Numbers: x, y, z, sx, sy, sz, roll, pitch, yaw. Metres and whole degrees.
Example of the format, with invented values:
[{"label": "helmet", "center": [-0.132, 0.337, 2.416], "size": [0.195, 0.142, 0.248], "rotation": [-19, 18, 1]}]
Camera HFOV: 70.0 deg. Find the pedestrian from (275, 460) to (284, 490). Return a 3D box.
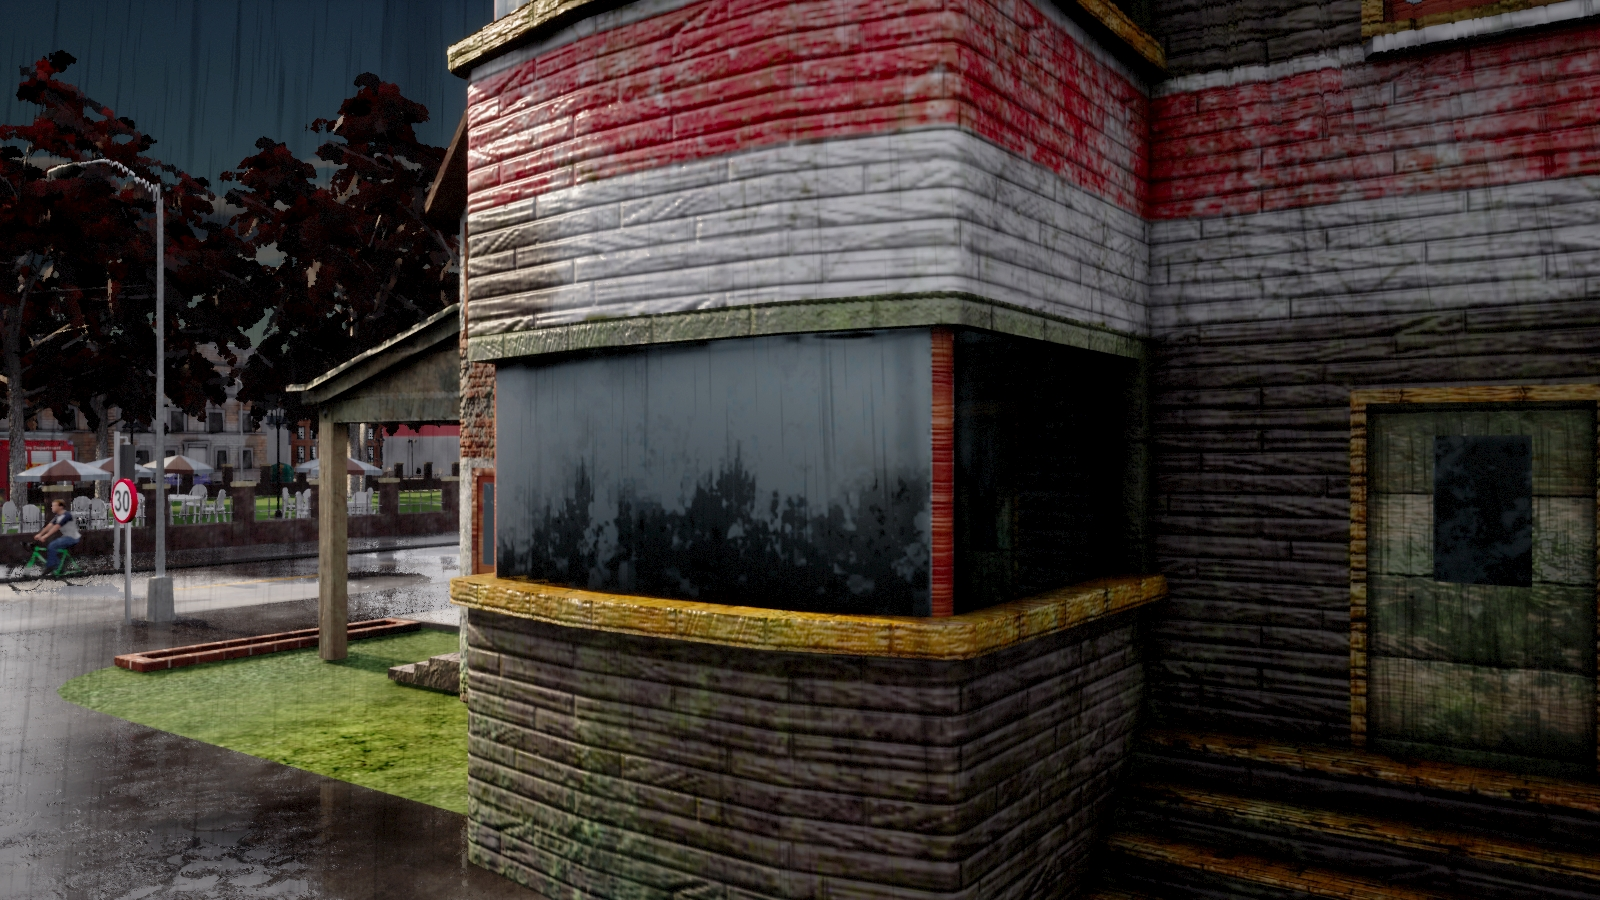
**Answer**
[{"label": "pedestrian", "center": [-31.761, 1.524, 69.760], "size": [0.375, 1.860, 0.375], "rotation": [0, 0, 39]}]
